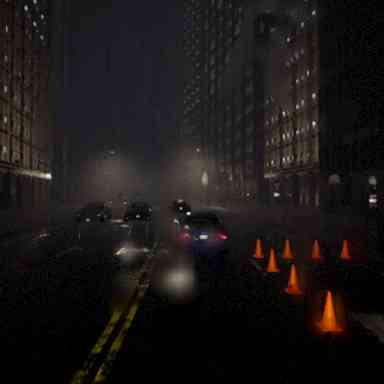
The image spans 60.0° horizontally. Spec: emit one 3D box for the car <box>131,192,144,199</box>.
[{"bbox_3d":[-10.741,1.062,64.868,2.150,2.045,5.566,1,0,-14],"label":"car"}]

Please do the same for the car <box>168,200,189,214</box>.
[{"bbox_3d":[-1.258,1.495,32.879,1.994,1.385,4.181,0,0,-7],"label":"car"}]

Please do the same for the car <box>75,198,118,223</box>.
[{"bbox_3d":[-7.095,1.453,24.619,2.033,1.411,5.357,0,0,-5],"label":"car"}]

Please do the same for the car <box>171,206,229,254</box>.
[{"bbox_3d":[0.300,1.518,13.405,2.033,1.411,5.357,0,0,-2],"label":"car"}]

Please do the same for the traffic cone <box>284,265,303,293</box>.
[{"bbox_3d":[2.290,1.948,7.538,0.340,0.580,0.340,0,0,0],"label":"traffic cone"}]

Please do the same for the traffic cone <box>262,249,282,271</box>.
[{"bbox_3d":[2.300,1.944,9.538,0.340,0.580,0.340,0,0,0],"label":"traffic cone"}]

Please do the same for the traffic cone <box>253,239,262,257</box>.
[{"bbox_3d":[2.308,1.940,11.538,0.340,0.580,0.340,0,0,0],"label":"traffic cone"}]

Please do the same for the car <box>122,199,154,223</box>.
[{"bbox_3d":[-3.897,1.489,24.904,1.994,1.385,4.181,0,0,-5],"label":"car"}]

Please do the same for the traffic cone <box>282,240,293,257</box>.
[{"bbox_3d":[3.308,1.945,11.534,0.340,0.580,0.340,0,0,0],"label":"traffic cone"}]

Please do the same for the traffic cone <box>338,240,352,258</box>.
[{"bbox_3d":[5.307,1.955,11.525,0.340,0.580,0.340,0,0,0],"label":"traffic cone"}]

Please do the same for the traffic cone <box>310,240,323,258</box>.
[{"bbox_3d":[4.308,1.950,11.529,0.340,0.580,0.340,0,0,0],"label":"traffic cone"}]

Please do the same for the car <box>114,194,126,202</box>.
[{"bbox_3d":[-14.108,1.152,64.848,2.097,1.767,4.553,0,0,-14],"label":"car"}]

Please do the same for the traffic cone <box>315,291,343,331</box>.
[{"bbox_3d":[2.282,1.952,5.538,0.340,0.580,0.340,0,0,0],"label":"traffic cone"}]
